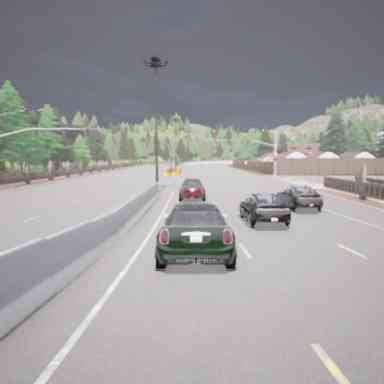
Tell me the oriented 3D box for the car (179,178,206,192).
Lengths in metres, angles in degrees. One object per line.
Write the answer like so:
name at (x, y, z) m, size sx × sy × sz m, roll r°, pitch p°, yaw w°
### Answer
car at (0.027, -0.309, 27.060) m, size 2.097 × 1.767 × 4.553 m, roll 0°, pitch 6°, yaw 0°

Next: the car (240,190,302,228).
car at (3.576, 0.806, 16.848) m, size 2.128 × 1.511 × 4.902 m, roll 0°, pitch 4°, yaw 0°

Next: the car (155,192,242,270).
car at (0.097, 1.075, 10.299) m, size 2.097 × 1.767 × 4.553 m, roll 0°, pitch 3°, yaw 0°

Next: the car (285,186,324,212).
car at (7.052, 0.349, 22.048) m, size 2.128 × 1.511 × 4.902 m, roll 0°, pitch 6°, yaw 0°
